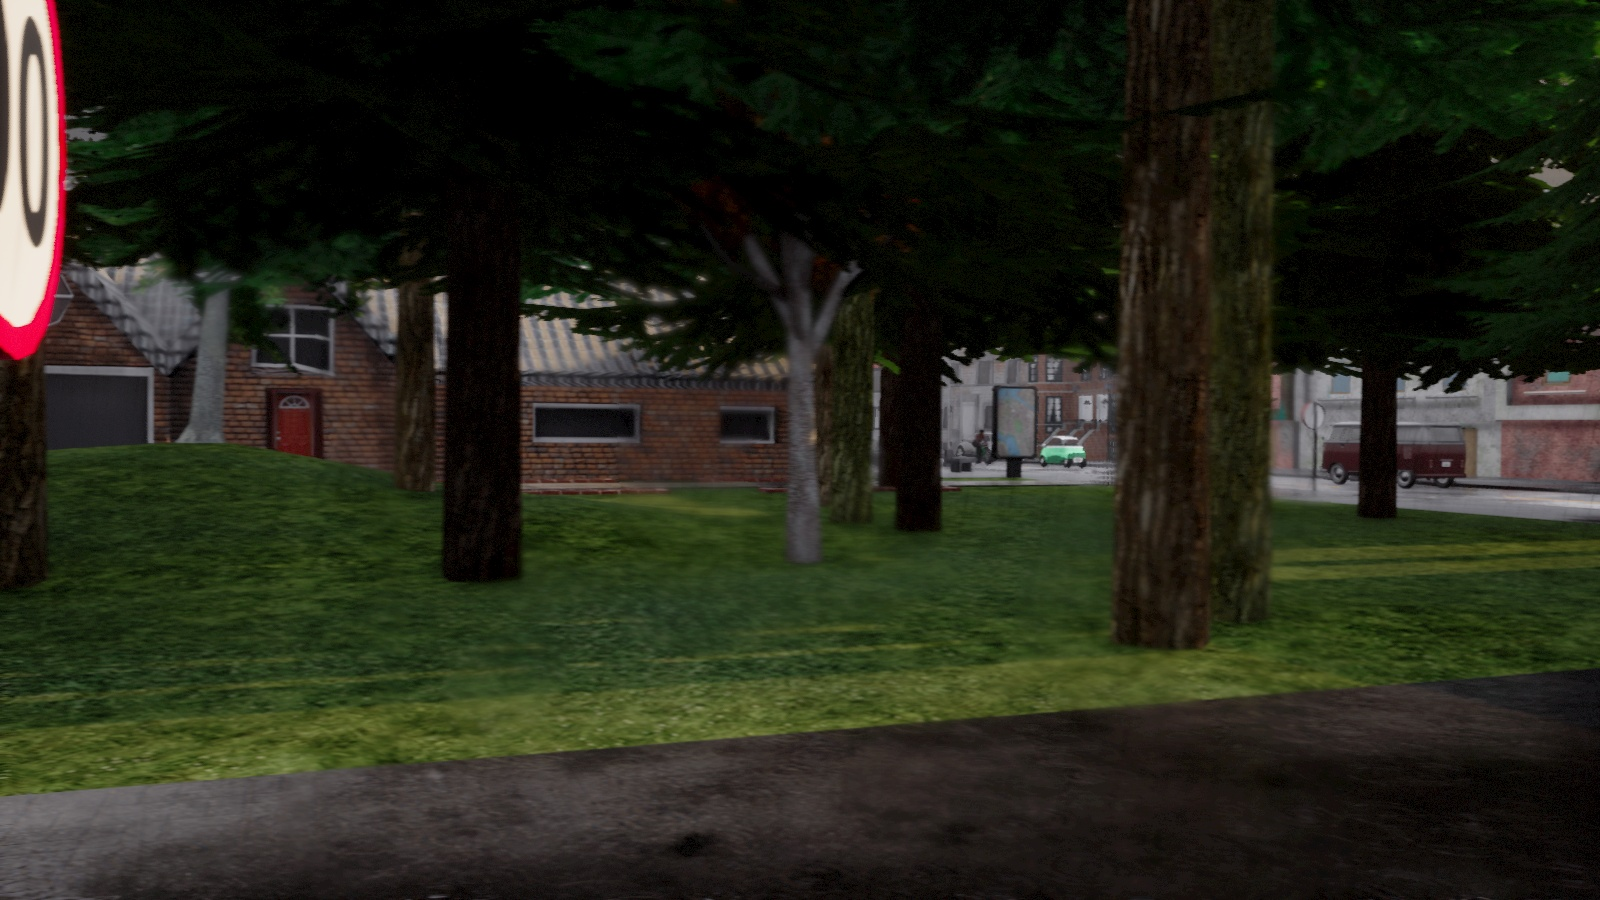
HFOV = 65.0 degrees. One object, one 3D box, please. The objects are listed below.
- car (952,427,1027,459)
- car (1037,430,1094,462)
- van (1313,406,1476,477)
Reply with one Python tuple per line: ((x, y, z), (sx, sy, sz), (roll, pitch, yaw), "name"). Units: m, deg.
((9.146, -0.356, 60.858), (1.970, 1.475, 3.806), (-1, 1, -21), "car")
((11.508, -0.189, 54.552), (1.481, 1.376, 2.207), (-1, 1, -20), "car")
((17.768, -0.286, 37.765), (1.775, 1.987, 4.442), (-1, 1, -20), "van")
